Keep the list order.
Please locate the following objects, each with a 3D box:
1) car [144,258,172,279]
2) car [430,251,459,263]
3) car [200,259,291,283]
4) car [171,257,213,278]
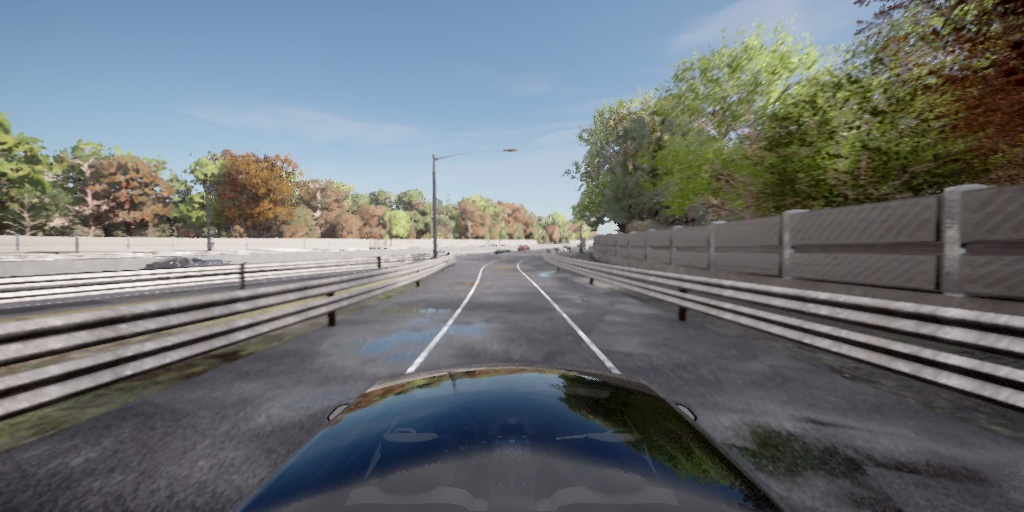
[{"bbox_3d":[-24.181,0.828,26.856,1.837,1.490,4.892,1,2,23],"label":"car"},{"bbox_3d":[-8.617,0.035,45.682,1.812,1.442,4.674,1,3,23],"label":"car"},{"bbox_3d":[-17.647,0.978,24.350,1.895,1.301,4.718,1,2,23],"label":"car"},{"bbox_3d":[-20.924,0.915,25.572,1.994,1.385,4.181,1,2,23],"label":"car"}]
